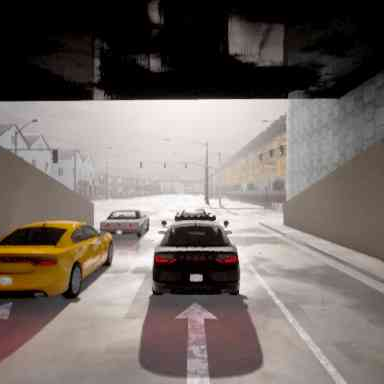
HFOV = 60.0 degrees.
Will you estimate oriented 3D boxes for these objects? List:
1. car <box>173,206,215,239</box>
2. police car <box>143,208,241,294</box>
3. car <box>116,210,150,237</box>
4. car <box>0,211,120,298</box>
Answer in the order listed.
[{"bbox_3d":[0.094,1.556,17.852,1.994,1.385,4.181,0,0,0],"label":"car"},{"bbox_3d":[0.087,1.421,8.890,1.930,1.638,5.238,0,0,0],"label":"police car"},{"bbox_3d":[-3.404,1.594,17.808,1.895,1.301,4.718,0,0,0],"label":"car"},{"bbox_3d":[-3.409,1.474,8.565,1.882,1.535,5.008,0,0,0],"label":"car"}]
